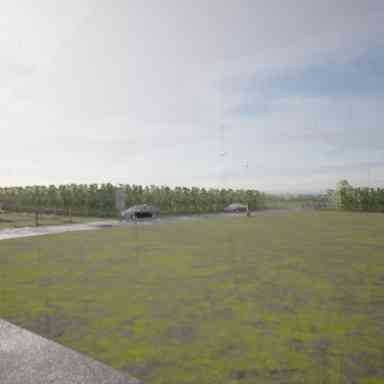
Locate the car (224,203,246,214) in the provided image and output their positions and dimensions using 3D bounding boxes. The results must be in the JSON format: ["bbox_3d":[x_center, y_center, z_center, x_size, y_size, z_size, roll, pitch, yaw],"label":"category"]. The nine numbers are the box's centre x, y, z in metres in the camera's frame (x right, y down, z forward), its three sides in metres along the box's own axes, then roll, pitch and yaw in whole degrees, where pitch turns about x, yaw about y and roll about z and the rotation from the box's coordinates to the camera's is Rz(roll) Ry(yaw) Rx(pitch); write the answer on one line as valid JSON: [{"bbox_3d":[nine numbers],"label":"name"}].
[{"bbox_3d":[6.668,2.485,50.651,1.812,1.442,4.674,-2,-2,36],"label":"car"}]

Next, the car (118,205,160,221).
[{"bbox_3d":[-5.368,2.121,33.877,2.128,1.511,4.902,-2,-2,36],"label":"car"}]
